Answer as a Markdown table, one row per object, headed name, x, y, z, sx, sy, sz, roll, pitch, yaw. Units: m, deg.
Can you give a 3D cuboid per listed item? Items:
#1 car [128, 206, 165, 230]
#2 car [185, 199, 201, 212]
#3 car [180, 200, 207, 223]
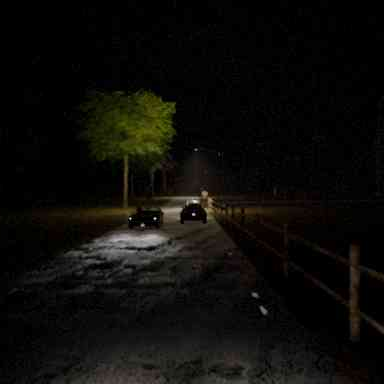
| name | x | y | z | sx | sy | sz | roll | pitch | yaw |
| --- | --- | --- | --- | --- | --- | --- | --- | --- | --- |
| car | -2.844 | 1.611 | 21.428 | 1.895 | 1.301 | 4.718 | 0 | 0 | 0 |
| car | 0.102 | 1.604 | 40.930 | 1.895 | 1.301 | 4.718 | 0 | 0 | 0 |
| car | 0.105 | 1.576 | 25.651 | 1.994 | 1.385 | 4.181 | 0 | 0 | 0 |
